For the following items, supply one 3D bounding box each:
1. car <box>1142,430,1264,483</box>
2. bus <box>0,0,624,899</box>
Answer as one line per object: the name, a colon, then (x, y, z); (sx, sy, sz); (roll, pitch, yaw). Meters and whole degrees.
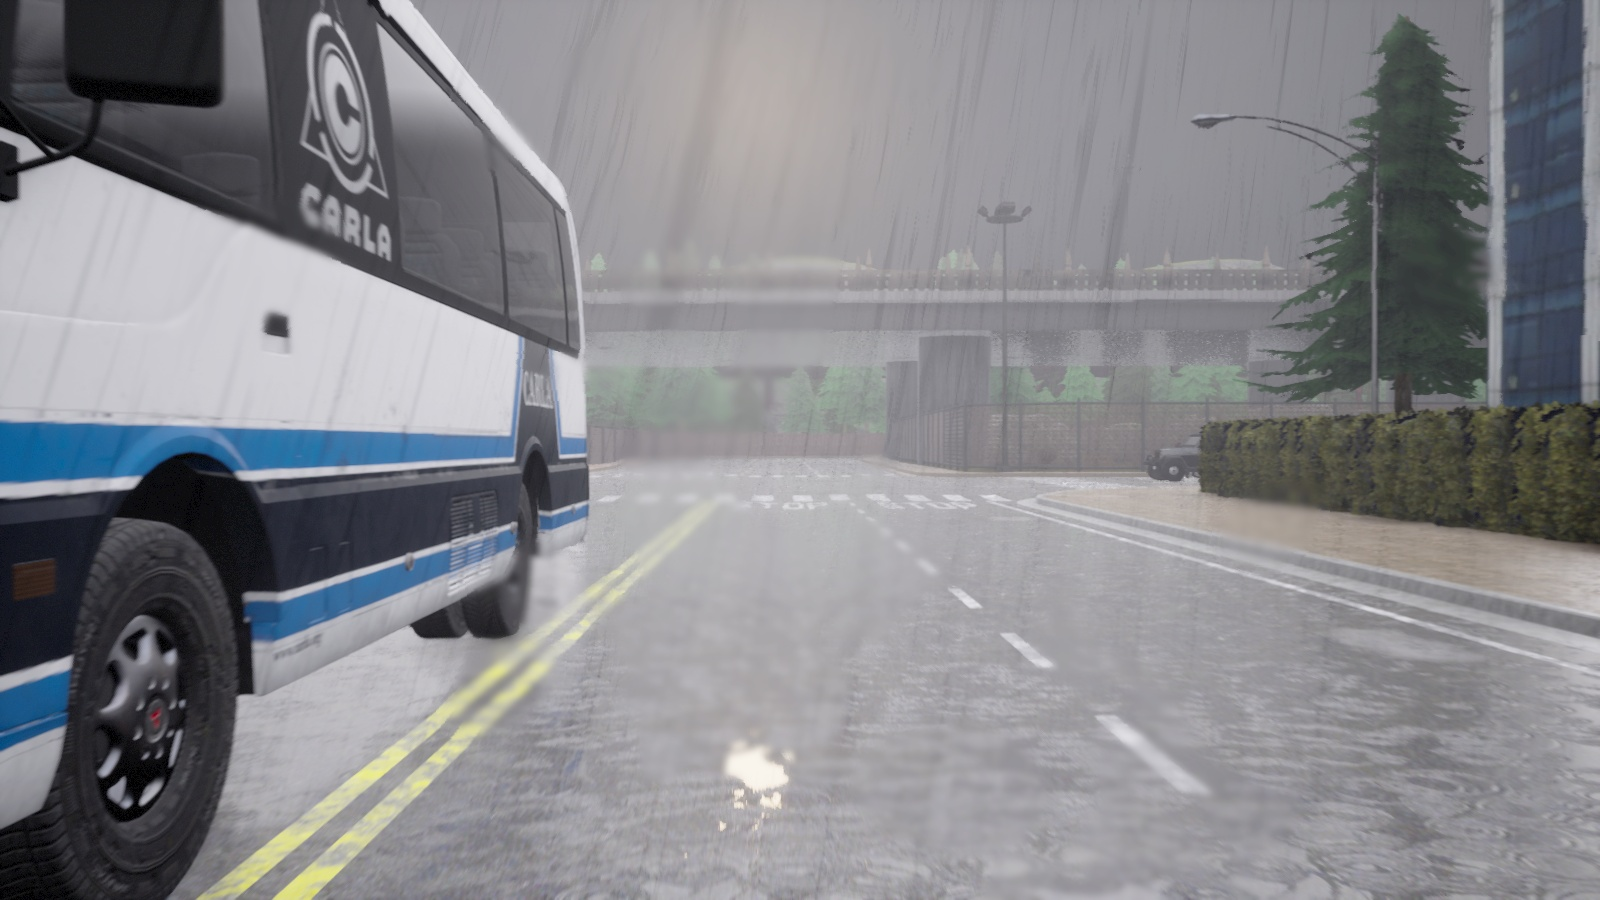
car: (14.827, 0.236, 46.383); (3.866, 1.878, 1.905); (0, 0, -1)
bus: (-3.580, -0.671, 6.865); (3.944, 4.253, 10.273); (0, 0, -1)
